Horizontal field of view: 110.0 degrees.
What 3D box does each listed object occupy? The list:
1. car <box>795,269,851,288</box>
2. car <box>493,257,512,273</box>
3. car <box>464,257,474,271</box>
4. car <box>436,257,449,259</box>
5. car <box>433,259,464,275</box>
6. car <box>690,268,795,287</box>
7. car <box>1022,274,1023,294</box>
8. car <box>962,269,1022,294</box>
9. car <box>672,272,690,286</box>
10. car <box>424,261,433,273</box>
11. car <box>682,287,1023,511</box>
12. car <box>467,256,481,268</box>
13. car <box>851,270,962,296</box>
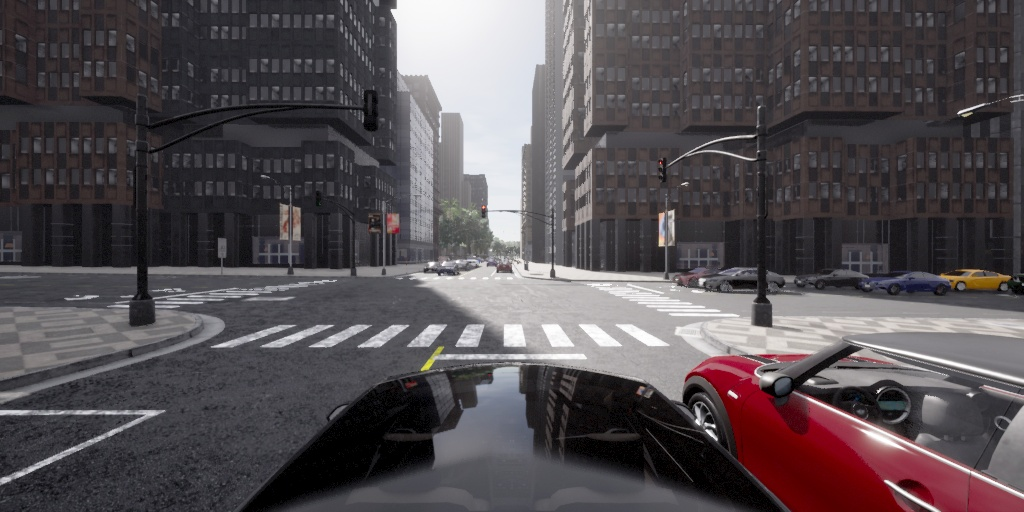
[{"bbox_3d":[22.955,1.629,25.744,4.674,1.442,1.812,1,0,-1],"label":"car"},{"bbox_3d":[-0.920,1.197,43.559,1.967,1.591,4.097,0,0,-1],"label":"car"},{"bbox_3d":[-6.849,1.261,48.618,2.128,1.511,4.902,0,0,-1],"label":"car"},{"bbox_3d":[-9.520,1.084,48.868,2.192,1.841,5.009,0,0,-1],"label":"car"},{"bbox_3d":[-6.698,1.294,38.352,2.033,1.411,5.357,0,0,-1],"label":"car"},{"bbox_3d":[14.246,1.473,22.379,4.902,1.511,2.128,1,0,-1],"label":"car"},{"bbox_3d":[35.149,1.506,22.647,5.566,2.045,2.150,1,0,-1],"label":"car"},{"bbox_3d":[32.839,1.725,25.869,5.008,1.535,1.882,1,0,-1],"label":"car"},{"bbox_3d":[13.767,1.534,25.620,4.181,1.385,1.994,1,0,0],"label":"car"},{"bbox_3d":[-9.445,1.323,43.443,1.948,1.339,4.313,0,0,-1],"label":"car"},{"bbox_3d":[2.761,1.190,2.195,1.967,1.591,4.097,0,0,0],"label":"car"},{"bbox_3d":[-7.008,1.018,61.451,2.150,2.045,5.566,0,0,-1],"label":"car"},{"bbox_3d":[24.620,1.657,22.504,4.674,1.442,1.812,1,0,-1],"label":"car"}]
